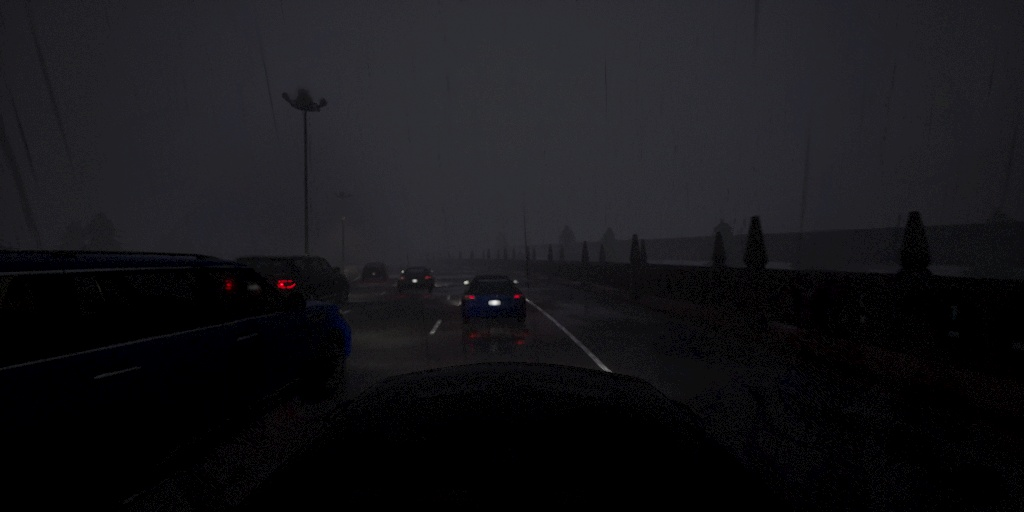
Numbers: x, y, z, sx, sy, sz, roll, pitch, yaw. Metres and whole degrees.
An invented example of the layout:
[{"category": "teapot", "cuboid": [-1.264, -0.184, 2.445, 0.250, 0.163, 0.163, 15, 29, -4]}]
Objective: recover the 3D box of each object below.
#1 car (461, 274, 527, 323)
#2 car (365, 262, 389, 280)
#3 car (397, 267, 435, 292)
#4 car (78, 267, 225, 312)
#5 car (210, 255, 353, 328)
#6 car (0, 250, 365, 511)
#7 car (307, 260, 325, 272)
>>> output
[{"category": "car", "cuboid": [-0.693, 1.309, 12.232, 1.994, 1.385, 4.181, 0, 0, -6]}, {"category": "car", "cuboid": [-11.803, 1.279, 31.079, 1.882, 1.535, 5.008, 0, 0, -17]}, {"category": "car", "cuboid": [-5.691, 1.331, 21.563, 1.994, 1.385, 4.181, 0, 0, -11]}, {"category": "car", "cuboid": [-15.498, 1.312, 15.940, 2.128, 1.511, 4.902, 0, 0, -10]}, {"category": "car", "cuboid": [-7.766, 1.001, 12.963, 2.150, 2.045, 5.566, 0, 0, -7]}, {"category": "car", "cuboid": [-3.551, 0.984, 3.287, 2.150, 2.045, 5.566, 0, 0, -1]}, {"category": "car", "cuboid": [-28.166, 1.393, 51.520, 1.882, 1.535, 5.008, 0, 0, -24]}]
